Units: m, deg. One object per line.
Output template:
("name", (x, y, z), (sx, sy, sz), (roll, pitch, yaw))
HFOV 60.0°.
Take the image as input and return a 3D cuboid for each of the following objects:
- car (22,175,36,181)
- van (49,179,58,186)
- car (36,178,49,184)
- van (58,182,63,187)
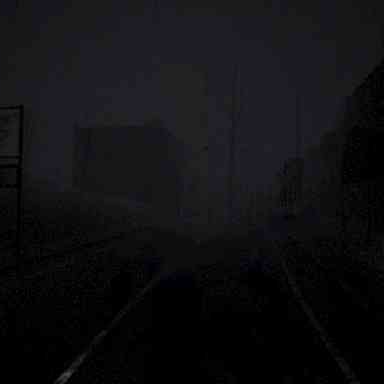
("car", (-25.536, -1.830, 49.431), (2.002, 1.452, 4.674), (0, -3, -4))
("van", (-26.499, -1.398, 60.599), (1.878, 1.987, 4.442), (1, -4, -5))
("car", (-25.971, -1.496, 54.946), (2.002, 1.452, 4.674), (0, -4, -5))
("van", (-27.155, -1.022, 66.085), (1.878, 1.987, 4.442), (1, -4, -7))
